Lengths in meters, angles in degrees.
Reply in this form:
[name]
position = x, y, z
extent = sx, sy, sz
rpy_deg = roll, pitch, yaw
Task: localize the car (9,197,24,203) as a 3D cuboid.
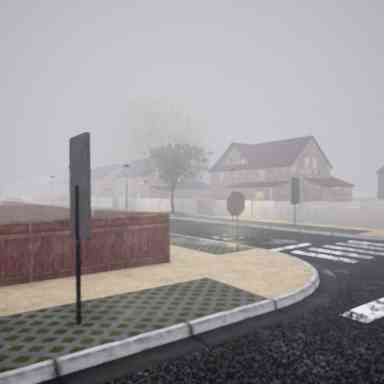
[car]
position = -41.135, 1.973, 78.718
extent = 1.994, 1.385, 4.181
rpy_deg = -1, 0, -37
